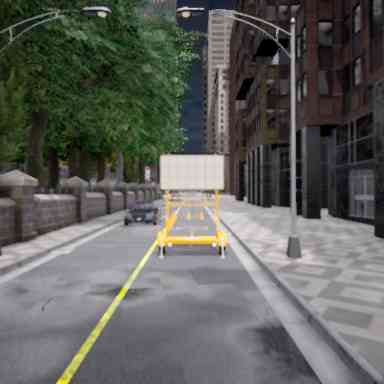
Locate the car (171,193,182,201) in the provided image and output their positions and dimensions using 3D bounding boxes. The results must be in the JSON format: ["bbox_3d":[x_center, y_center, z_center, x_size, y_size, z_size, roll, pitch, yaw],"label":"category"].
[{"bbox_3d":[-2.997,0.968,63.786,2.128,1.511,4.902,0,0,1],"label":"car"}]

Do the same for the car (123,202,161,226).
[{"bbox_3d":[-3.086,1.365,21.390,1.994,1.385,4.181,0,0,0],"label":"car"}]

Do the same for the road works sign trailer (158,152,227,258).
[{"bbox_3d":[0.008,0.347,12.202,2.380,3.560,2.880,0,1,0],"label":"road works sign trailer"}]
